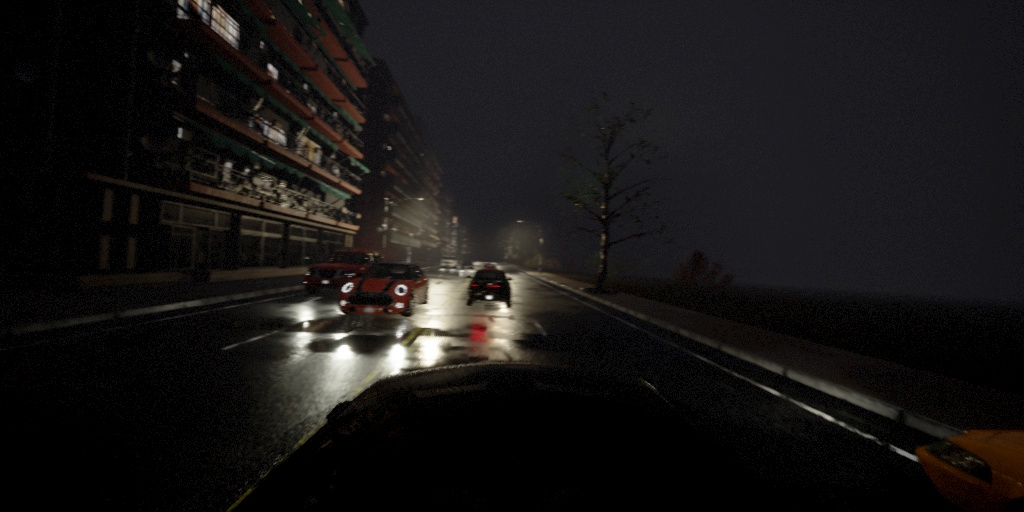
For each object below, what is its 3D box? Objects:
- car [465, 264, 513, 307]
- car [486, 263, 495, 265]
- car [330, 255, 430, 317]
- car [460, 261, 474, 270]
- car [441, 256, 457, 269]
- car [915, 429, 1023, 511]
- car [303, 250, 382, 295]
[{"bbox_3d":[-1.024,1.352,16.385,1.837,1.490,4.892,3,0,-4],"label":"car"},{"bbox_3d":[-2.723,1.598,43.642,1.994,1.385,4.181,3,-1,-4],"label":"car"},{"bbox_3d":[-4.232,0.991,12.615,2.097,1.767,4.553,3,-1,-4],"label":"car"},{"bbox_3d":[-6.827,1.459,55.010,1.812,1.442,4.674,3,0,-3],"label":"car"},{"bbox_3d":[-10.270,1.010,58.664,2.150,2.045,5.566,3,-1,-3],"label":"car"},{"bbox_3d":[4.259,1.415,0.489,1.801,1.575,5.366,3,-1,-4],"label":"car"},{"bbox_3d":[-7.777,0.723,17.418,2.150,2.045,5.566,3,-1,-4],"label":"car"}]
